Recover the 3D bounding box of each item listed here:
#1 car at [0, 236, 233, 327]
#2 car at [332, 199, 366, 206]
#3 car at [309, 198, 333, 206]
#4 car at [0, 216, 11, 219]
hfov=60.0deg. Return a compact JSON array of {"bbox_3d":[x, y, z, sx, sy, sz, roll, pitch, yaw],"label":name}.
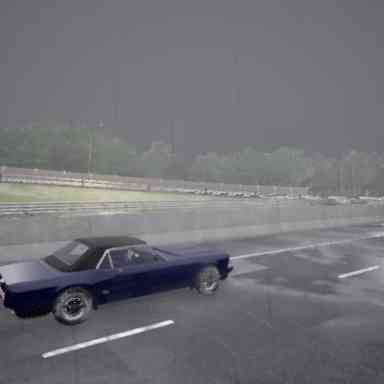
[{"bbox_3d":[-1.386,1.602,7.063,4.718,1.301,1.895,0,0,-36],"label":"car"},{"bbox_3d":[18.911,1.638,38.956,4.718,1.301,1.895,0,0,-35],"label":"car"},{"bbox_3d":[16.625,1.542,41.622,4.892,1.490,1.837,0,0,-35],"label":"car"},{"bbox_3d":[-10.303,1.479,13.838,5.008,1.535,1.882,0,0,-35],"label":"car"}]
